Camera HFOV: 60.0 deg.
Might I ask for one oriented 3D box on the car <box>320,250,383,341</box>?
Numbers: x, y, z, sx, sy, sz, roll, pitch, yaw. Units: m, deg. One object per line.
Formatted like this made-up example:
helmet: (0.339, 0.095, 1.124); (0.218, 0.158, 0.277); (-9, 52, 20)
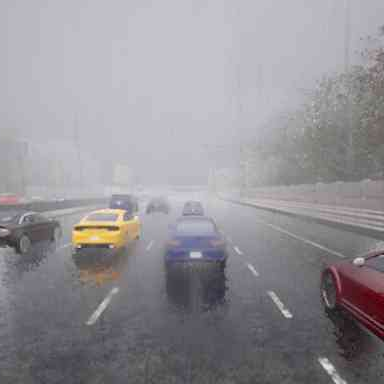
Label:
car: (3.597, 1.526, 5.078); (1.994, 1.385, 4.181); (0, 0, -1)

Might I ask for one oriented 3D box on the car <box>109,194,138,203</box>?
car: (-6.901, 1.199, 34.020); (2.150, 2.045, 5.566); (0, 0, 0)

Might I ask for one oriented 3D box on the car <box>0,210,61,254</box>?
car: (-6.898, 1.480, 13.339); (2.128, 1.511, 4.902); (0, 0, 0)

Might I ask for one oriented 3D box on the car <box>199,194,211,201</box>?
car: (3.502, 1.331, 79.722); (2.097, 1.767, 4.553); (0, 0, 0)

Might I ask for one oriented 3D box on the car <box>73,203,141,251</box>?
car: (-3.396, 1.466, 14.056); (1.882, 1.535, 5.008); (0, 0, 0)

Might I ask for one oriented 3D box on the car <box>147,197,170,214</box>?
car: (-3.401, 1.330, 34.454); (2.097, 1.767, 4.553); (0, 0, 0)

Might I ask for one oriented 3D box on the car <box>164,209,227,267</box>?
car: (0.100, 1.516, 11.185); (1.812, 1.442, 4.674); (0, 0, 0)

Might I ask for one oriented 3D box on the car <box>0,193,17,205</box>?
car: (-24.573, 1.200, 43.049); (2.150, 2.045, 5.566); (0, 0, 0)

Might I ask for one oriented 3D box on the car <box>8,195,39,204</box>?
car: (-21.076, 1.468, 42.998); (2.128, 1.511, 4.902); (0, 0, 0)

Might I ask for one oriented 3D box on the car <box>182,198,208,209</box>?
car: (0.098, 1.527, 29.130); (2.033, 1.411, 5.357); (0, 0, 0)

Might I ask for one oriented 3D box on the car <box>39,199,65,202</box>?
car: (-17.582, 1.576, 43.309); (1.895, 1.301, 4.718); (0, 0, 0)
